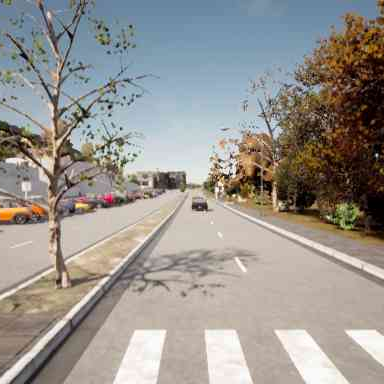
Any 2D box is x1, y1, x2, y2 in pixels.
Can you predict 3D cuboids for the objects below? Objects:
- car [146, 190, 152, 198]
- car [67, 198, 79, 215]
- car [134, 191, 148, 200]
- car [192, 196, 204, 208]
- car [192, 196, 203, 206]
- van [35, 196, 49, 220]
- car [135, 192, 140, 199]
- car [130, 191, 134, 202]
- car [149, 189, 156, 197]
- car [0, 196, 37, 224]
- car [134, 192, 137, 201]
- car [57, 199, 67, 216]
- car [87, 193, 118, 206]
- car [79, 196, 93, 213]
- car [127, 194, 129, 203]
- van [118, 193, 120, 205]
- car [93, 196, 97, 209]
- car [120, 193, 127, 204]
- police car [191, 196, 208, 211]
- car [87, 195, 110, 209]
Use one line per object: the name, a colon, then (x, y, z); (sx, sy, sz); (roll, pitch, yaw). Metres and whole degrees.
car: (-14.011, 1.037, 86.376); (5.366, 1.575, 1.946); (-1, 1, -20)
car: (-13.898, 1.575, 32.594); (4.792, 1.488, 2.163); (-1, 0, -20)
car: (-13.817, 1.132, 80.453); (4.792, 1.488, 2.163); (-1, 0, -20)
car: (0.900, 1.420, 50.674); (1.801, 1.575, 5.366); (0, 1, 0)
car: (0.899, 1.452, 56.486); (1.837, 1.490, 4.892); (0, 1, 0)
van: (-13.771, 1.322, 26.689); (4.442, 1.987, 1.878); (-1, 0, -20)
car: (-13.824, 1.259, 68.448); (4.792, 1.488, 2.163); (-1, 0, -20)
car: (-13.826, 1.167, 62.456); (4.553, 1.767, 2.185); (-1, 1, -20)
car: (-13.813, 0.709, 92.465); (5.566, 2.045, 2.435); (-1, 0, -20)
car: (-13.850, 1.417, 23.662); (4.553, 1.767, 2.185); (-1, 0, -20)
car: (-13.847, 1.302, 65.430); (4.674, 1.452, 2.002); (-1, 1, -20)
car: (-13.869, 1.587, 29.622); (4.674, 1.452, 2.002); (-1, 0, -20)
car: (-13.892, 1.199, 47.516); (5.566, 2.045, 2.435); (-1, 1, -20)
car: (-13.698, 1.527, 35.663); (5.366, 1.575, 1.946); (-1, 0, -20)
car: (-13.851, 1.358, 56.483); (4.892, 1.521, 2.231); (-1, 1, -20)
van: (-13.756, 1.192, 50.559); (4.442, 1.987, 1.878); (-1, 0, -20)
car: (-13.841, 1.548, 38.591); (4.792, 1.488, 2.163); (-1, 0, -20)
car: (-13.838, 1.136, 53.512); (5.566, 2.045, 2.435); (-1, 0, -20)
police car: (0.900, 1.468, 40.594); (1.930, 1.638, 5.238); (0, 0, 0)
car: (-13.861, 1.516, 44.548); (4.674, 1.452, 2.002); (-1, 1, -20)
